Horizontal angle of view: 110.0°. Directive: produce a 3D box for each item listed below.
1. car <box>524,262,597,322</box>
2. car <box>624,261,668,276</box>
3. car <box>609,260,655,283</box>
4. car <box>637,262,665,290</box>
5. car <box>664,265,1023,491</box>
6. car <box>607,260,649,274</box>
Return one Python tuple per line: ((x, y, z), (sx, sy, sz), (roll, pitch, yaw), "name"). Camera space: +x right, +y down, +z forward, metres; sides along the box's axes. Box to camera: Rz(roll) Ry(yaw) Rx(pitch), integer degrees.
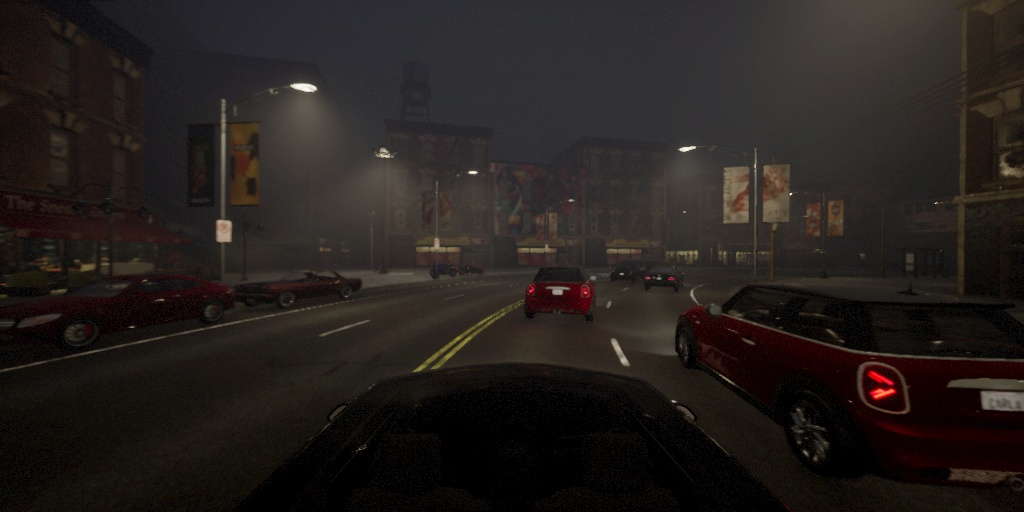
((1.829, 1.072, 12.499), (2.097, 1.767, 4.553), (0, 0, 14), "car")
((13.845, 1.227, 36.974), (4.674, 1.442, 1.812), (0, 0, -34), "car")
((9.109, 1.272, 27.434), (1.994, 1.385, 4.181), (0, 0, 37), "car")
((9.347, 1.279, 21.895), (2.033, 1.411, 5.357), (0, 0, 30), "car")
((3.929, 1.115, 4.833), (2.097, 1.767, 4.553), (0, 0, 6), "car")
((13.197, 1.188, 40.694), (4.892, 1.490, 1.837), (0, 0, -32), "car")
